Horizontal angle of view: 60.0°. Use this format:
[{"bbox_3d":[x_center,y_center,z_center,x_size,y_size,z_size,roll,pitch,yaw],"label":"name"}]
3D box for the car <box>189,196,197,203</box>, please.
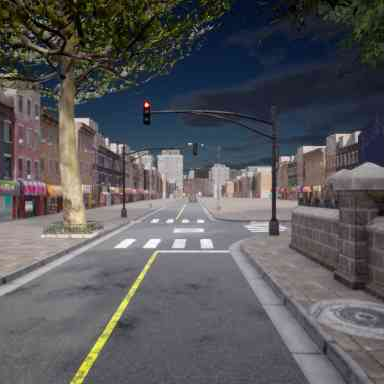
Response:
[{"bbox_3d":[0.224,1.665,73.596,2.128,1.511,4.902,0,0,0],"label":"car"}]
